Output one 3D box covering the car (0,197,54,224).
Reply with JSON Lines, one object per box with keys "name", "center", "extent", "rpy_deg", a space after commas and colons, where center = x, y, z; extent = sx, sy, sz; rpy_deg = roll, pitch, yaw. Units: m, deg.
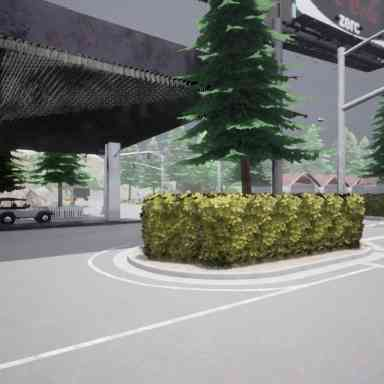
{"name": "car", "center": [-11.963, 1.313, 23.490], "extent": [3.866, 1.878, 1.905], "rpy_deg": [0, 0, -36]}
